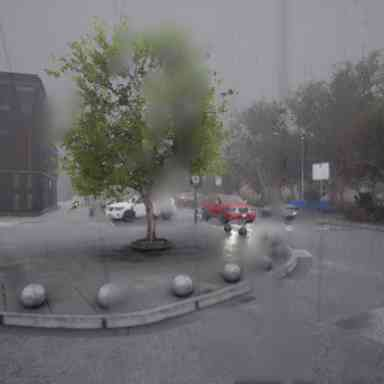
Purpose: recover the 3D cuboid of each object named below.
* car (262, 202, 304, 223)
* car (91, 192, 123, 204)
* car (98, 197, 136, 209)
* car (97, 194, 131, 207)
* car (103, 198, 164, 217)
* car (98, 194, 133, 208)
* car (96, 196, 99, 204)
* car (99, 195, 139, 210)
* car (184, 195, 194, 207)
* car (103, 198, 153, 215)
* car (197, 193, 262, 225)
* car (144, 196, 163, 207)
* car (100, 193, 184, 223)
[{"bbox_3d":[6.458,1.451,24.724,1.994,1.385,4.181,0,0,-17],"label":"car"},{"bbox_3d":[-16.723,1.138,65.861,5.566,2.045,2.435,-2,0,-38],"label":"car"},{"bbox_3d":[-10.275,1.433,45.832,4.674,1.452,2.002,-1,0,-38],"label":"car"},{"bbox_3d":[-12.092,1.262,51.561,4.553,1.767,2.185,-1,1,-38],"label":"car"},{"bbox_3d":[-5.489,1.406,31.662,5.366,1.575,1.946,-1,0,-38],"label":"car"},{"bbox_3d":[-11.170,1.264,48.705,4.553,1.767,2.185,-1,1,-38],"label":"car"},{"bbox_3d":[-8.416,1.400,40.115,5.008,1.535,2.097,-1,1,-38],"label":"car"},{"bbox_3d":[-9.382,1.272,42.959,4.553,1.767,2.185,-1,0,-38],"label":"car"},{"bbox_3d":[-0.810,1.207,47.426,2.097,1.767,4.553,0,0,-18],"label":"car"},{"bbox_3d":[-6.572,1.448,34.403,4.674,1.452,2.002,-1,0,-38],"label":"car"},{"bbox_3d":[2.464,1.131,23.815,2.150,2.045,5.566,0,0,-18],"label":"car"},{"bbox_3d":[-5.752,1.381,49.141,1.837,1.490,4.892,0,0,-18],"label":"car"},{"bbox_3d":[-3.784,1.169,25.809,5.566,2.045,2.435,-1,1,-38],"label":"car"}]
